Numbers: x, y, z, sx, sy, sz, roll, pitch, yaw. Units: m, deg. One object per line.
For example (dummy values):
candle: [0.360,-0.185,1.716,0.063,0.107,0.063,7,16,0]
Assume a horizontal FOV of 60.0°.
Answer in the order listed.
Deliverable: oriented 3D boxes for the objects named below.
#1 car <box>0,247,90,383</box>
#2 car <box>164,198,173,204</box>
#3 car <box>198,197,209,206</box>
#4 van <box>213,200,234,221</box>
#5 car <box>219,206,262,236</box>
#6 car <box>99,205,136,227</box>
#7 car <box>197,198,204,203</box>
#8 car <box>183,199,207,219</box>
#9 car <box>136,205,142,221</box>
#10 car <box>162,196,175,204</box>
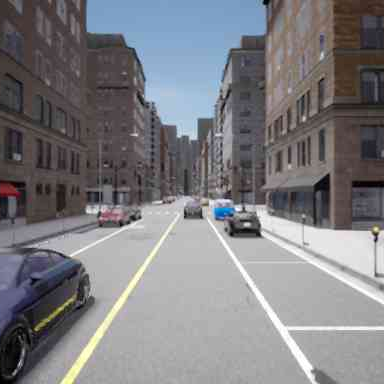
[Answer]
car: [-3.096,1.612,5.222,1.994,1.385,4.181,0,-1,0]
car: [-6.072,2.314,85.903,2.008,1.369,4.403,0,0,-1]
car: [2.672,2.150,69.610,1.752,1.417,4.829,0,0,-1]
van: [2.865,1.616,30.254,1.690,1.788,3.998,0,-1,0]
car: [2.861,1.742,19.355,1.947,1.339,4.313,0,-1,0]
car: [-5.662,1.806,24.794,1.802,1.307,4.206,0,-1,0]
car: [2.379,2.356,91.541,1.887,1.381,4.507,0,0,-1]
car: [0.104,1.789,32.784,2.128,1.511,4.902,0,-1,0]
car: [-5.660,1.839,30.245,1.947,1.339,4.313,0,-1,0]
car: [-5.999,2.032,80.379,2.192,1.841,5.009,0,0,-1]
